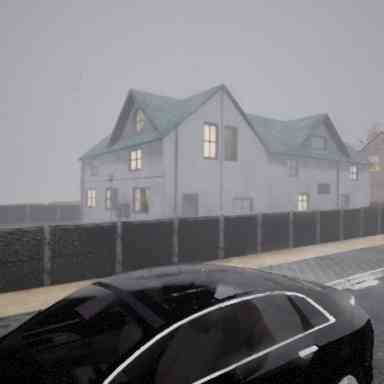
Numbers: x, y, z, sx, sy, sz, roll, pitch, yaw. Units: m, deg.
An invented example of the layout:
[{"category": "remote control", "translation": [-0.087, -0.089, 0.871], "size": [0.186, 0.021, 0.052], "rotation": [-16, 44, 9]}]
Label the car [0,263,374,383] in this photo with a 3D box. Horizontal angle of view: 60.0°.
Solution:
[{"category": "car", "translation": [-0.311, 1.508, 2.846], "size": [4.892, 1.490, 1.837], "rotation": [0, 0, -36]}]
